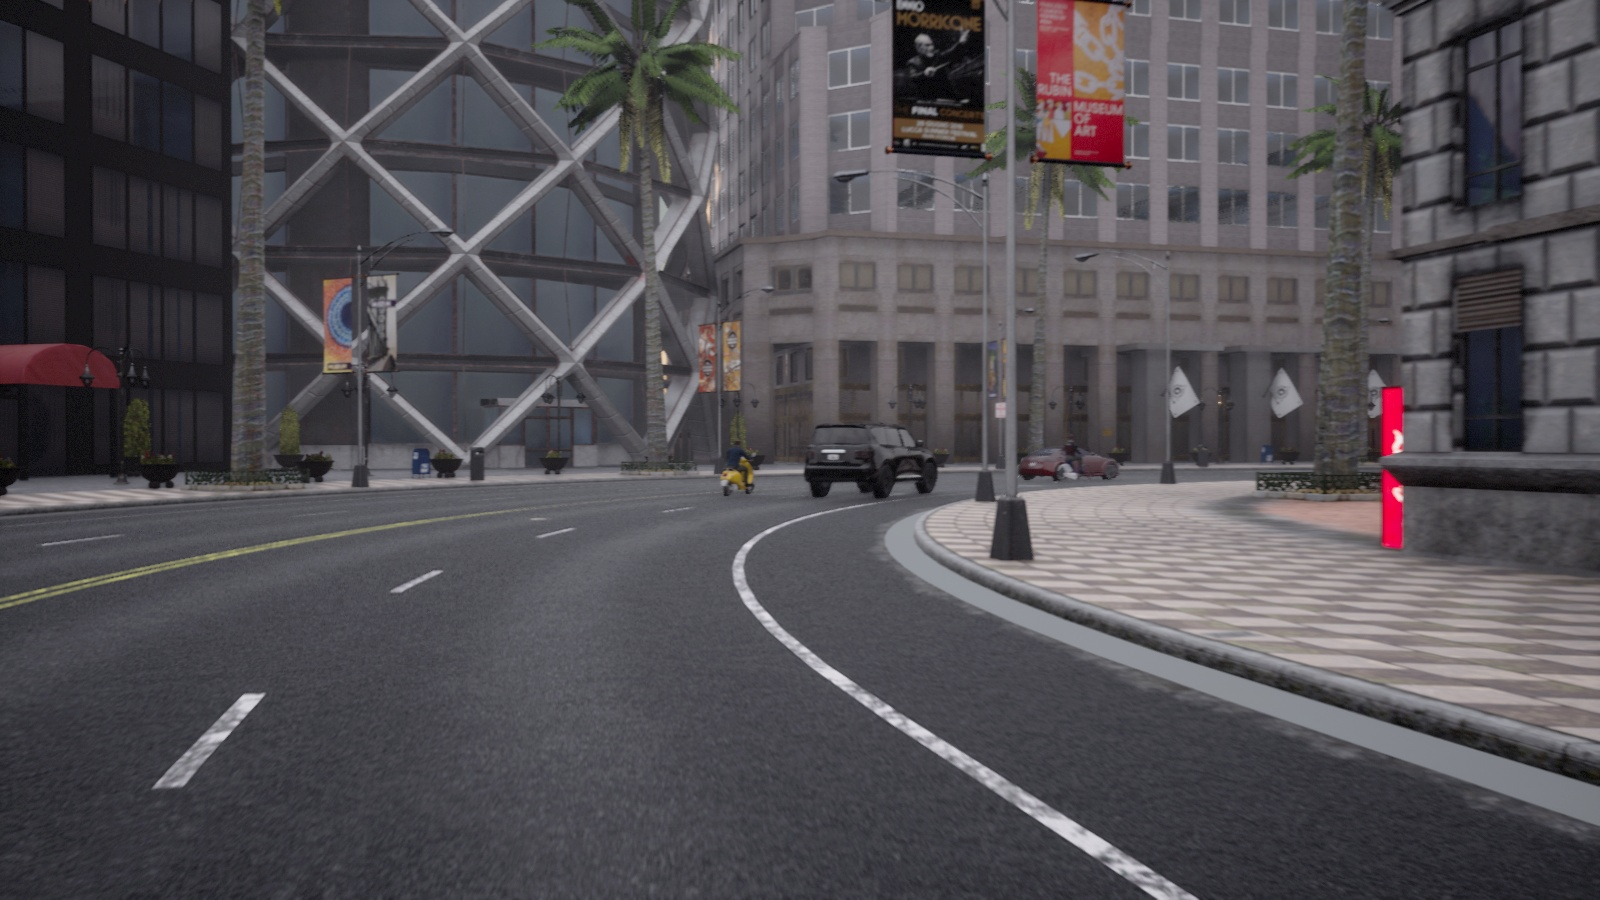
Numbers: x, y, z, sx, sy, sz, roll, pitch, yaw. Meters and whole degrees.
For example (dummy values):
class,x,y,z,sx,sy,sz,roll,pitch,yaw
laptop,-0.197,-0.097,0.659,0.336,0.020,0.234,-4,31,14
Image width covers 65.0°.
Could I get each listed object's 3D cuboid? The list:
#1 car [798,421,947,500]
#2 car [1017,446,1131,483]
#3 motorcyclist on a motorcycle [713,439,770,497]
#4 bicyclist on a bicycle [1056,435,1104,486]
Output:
class,x,y,z,sx,sy,sz,roll,pitch,yaw
car,2.157,0.264,35.364,2.150,2.045,5.566,0,0,26
car,10.782,0.523,49.339,4.181,1.385,1.994,0,0,-34
motorcyclist on a motorcycle,-1.647,0.501,35.529,0.866,1.590,1.817,1,1,25
bicyclist on a bicycle,9.902,0.358,44.404,1.843,1.776,0.659,-1,1,-39
